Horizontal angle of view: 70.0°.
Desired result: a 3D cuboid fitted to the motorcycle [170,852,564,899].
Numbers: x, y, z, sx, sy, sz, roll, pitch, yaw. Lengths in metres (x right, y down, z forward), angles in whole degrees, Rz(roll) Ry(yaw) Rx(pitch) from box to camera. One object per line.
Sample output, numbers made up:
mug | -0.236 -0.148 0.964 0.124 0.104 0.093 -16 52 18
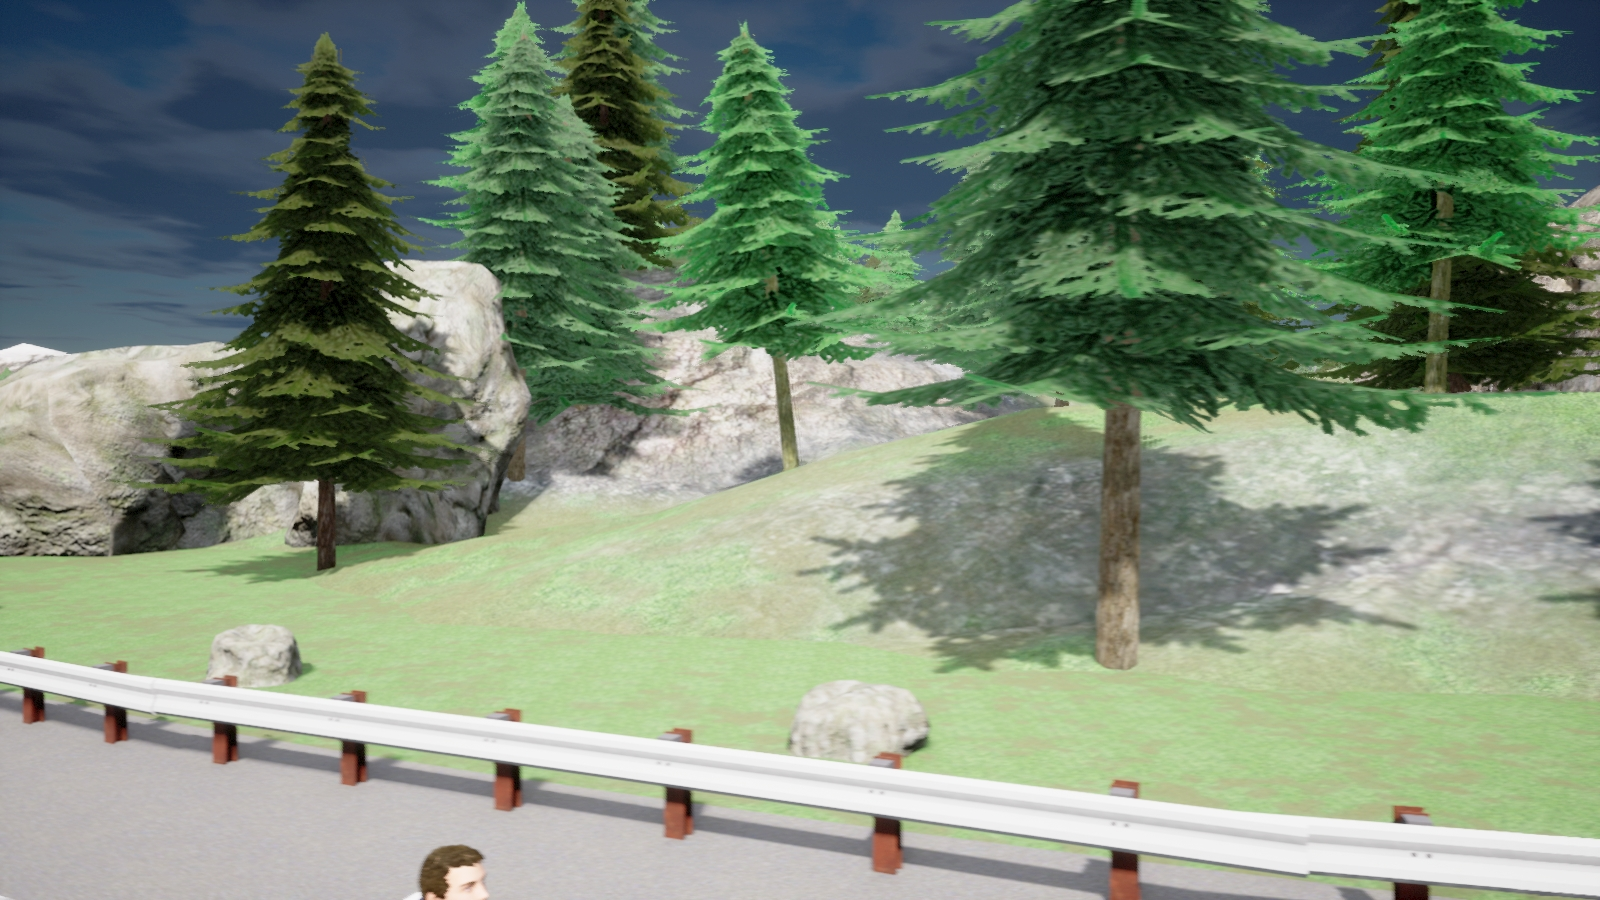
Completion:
motorcycle | -1.205 2.176 3.703 2.033 1.217 0.803 0 0 22
